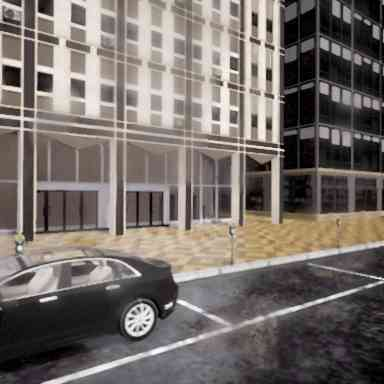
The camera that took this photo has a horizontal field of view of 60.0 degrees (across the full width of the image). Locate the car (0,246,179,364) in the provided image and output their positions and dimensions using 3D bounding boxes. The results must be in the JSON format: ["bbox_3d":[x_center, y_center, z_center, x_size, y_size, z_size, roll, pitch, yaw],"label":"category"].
[{"bbox_3d":[-2.267,1.559,4.945,4.403,1.369,2.008,1,-1,-35],"label":"car"}]
